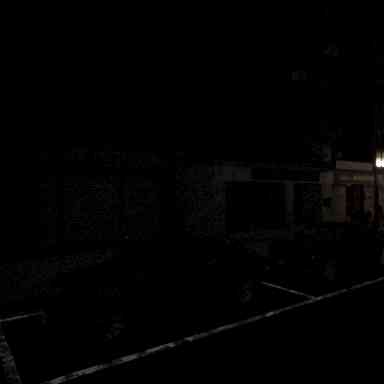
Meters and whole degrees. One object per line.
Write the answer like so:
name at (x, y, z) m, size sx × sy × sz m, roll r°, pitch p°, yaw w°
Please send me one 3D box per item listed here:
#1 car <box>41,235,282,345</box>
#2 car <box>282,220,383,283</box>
car at (-0.515, 1.564, 6.397) m, size 4.313 × 1.339 × 1.947 m, roll 0°, pitch 0°, yaw -35°
car at (4.101, 1.540, 9.686) m, size 4.507 × 1.381 × 1.887 m, roll 0°, pitch 0°, yaw -35°
